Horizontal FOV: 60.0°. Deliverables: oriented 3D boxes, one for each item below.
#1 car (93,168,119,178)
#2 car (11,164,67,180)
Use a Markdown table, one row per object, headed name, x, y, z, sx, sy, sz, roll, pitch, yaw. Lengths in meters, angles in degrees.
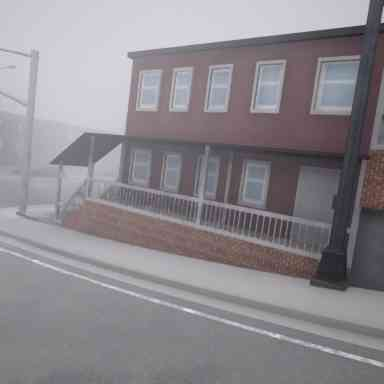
| name | x | y | z | sx | sy | sz | roll | pitch | yaw |
| --- | --- | --- | --- | --- | --- | --- | --- | --- | --- |
| car | -11.639 | -2.675 | 46.531 | 2.033 | 1.411 | 5.357 | 11 | 6 | 35 |
| car | -15.833 | -2.148 | 34.781 | 2.033 | 1.411 | 5.357 | 11 | 6 | 35 |
